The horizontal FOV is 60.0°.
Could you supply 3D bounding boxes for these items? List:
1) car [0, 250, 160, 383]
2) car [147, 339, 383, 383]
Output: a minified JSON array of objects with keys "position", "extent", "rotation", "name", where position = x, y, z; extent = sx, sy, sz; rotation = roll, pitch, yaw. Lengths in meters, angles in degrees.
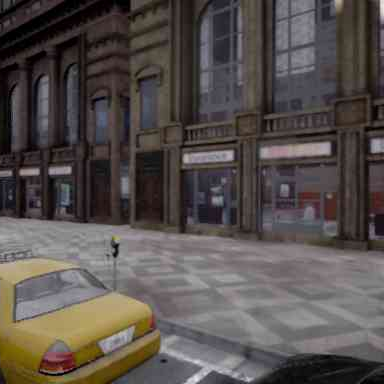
[{"position":[-2.667,1.536,4.869],"extent":[4.829,1.417,1.752],"rotation":[0,0,36],"name":"car"},{"position":[2.077,1.571,1.468],"extent":[4.313,1.339,1.947],"rotation":[0,0,36],"name":"car"}]
